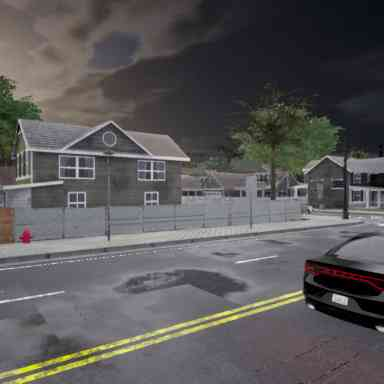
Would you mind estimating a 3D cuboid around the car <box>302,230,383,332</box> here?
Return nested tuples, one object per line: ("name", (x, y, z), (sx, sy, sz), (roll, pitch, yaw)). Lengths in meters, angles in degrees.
("car", (4.262, 1.477, 6.482), (5.008, 1.535, 1.882), (0, 0, -35))

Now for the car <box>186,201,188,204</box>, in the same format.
("car", (-2.485, 1.593, 52.803), (1.812, 1.442, 4.674), (0, 0, -35))

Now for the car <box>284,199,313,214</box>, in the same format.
("car", (10.287, 1.521, 34.744), (2.128, 1.511, 4.902), (0, 0, -35))

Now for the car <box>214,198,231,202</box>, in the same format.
("car", (4.232, 1.525, 43.297), (1.882, 1.535, 5.008), (0, 0, -35))
